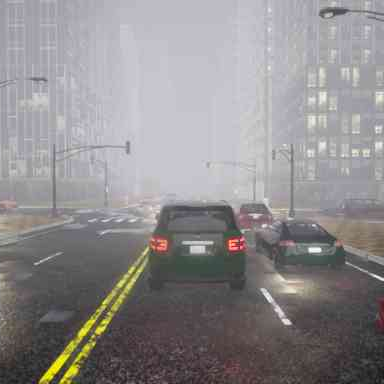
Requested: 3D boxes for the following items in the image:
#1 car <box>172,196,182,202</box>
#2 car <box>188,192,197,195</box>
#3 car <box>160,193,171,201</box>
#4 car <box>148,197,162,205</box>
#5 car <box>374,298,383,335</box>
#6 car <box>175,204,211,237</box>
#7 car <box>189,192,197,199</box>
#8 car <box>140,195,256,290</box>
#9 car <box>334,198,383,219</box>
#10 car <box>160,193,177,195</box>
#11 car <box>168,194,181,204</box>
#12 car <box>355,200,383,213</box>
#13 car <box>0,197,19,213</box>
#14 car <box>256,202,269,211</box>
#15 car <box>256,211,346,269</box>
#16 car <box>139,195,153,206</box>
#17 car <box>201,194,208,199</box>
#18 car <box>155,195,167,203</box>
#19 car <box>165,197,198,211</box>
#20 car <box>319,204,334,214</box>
[{"bbox_3d":[-3.137,1.532,71.616,1.895,1.301,4.718,0,0,0],"label":"car"},{"bbox_3d":[0.131,1.439,81.655,1.812,1.442,4.674,0,0,0],"label":"car"},{"bbox_3d":[-6.373,1.151,79.782,2.150,2.045,5.566,0,0,0],"label":"car"},{"bbox_3d":[-6.478,1.554,58.958,1.895,1.301,4.718,0,0,0],"label":"car"},{"bbox_3d":[3.354,1.600,2.302,1.895,1.301,4.718,0,0,0],"label":"car"},{"bbox_3d":[0.127,1.515,18.880,1.812,1.442,4.674,0,0,2],"label":"car"},{"bbox_3d":[0.146,0.963,91.684,2.150,2.045,5.566,0,0,0],"label":"car"},{"bbox_3d":[0.116,1.217,9.198,2.150,2.045,5.566,0,0,0],"label":"car"},{"bbox_3d":[16.249,1.517,30.421,5.009,1.841,2.192,1,0,1],"label":"car"},{"bbox_3d":[-3.281,1.183,51.752,2.150,2.045,5.566,0,0,-1],"label":"car"},{"bbox_3d":[-3.216,1.302,61.563,2.097,1.767,4.553,0,0,0],"label":"car"},{"bbox_3d":[21.871,1.641,38.698,4.829,1.417,1.752,1,0,1],"label":"car"},{"bbox_3d":[-20.049,1.188,33.664,4.553,1.767,2.097,1,1,1],"label":"car"},{"bbox_3d":[3.381,1.341,19.740,2.097,1.767,4.553,0,0,0],"label":"car"},{"bbox_3d":[3.368,1.558,11.127,1.994,1.385,4.181,0,0,0],"label":"car"},{"bbox_3d":[-6.543,1.316,49.968,2.097,1.767,4.553,0,0,1],"label":"car"},{"bbox_3d":[3.397,1.216,91.648,1.882,1.535,5.008,0,0,0],"label":"car"},{"bbox_3d":[-6.390,1.418,69.212,1.882,1.535,5.008,0,0,0],"label":"car"},{"bbox_3d":[-1.181,1.433,40.606,1.812,1.442,4.674,1,0,30],"label":"car"},{"bbox_3d":[16.780,1.660,36.197,5.357,1.411,2.033,0,1,1],"label":"car"}]
